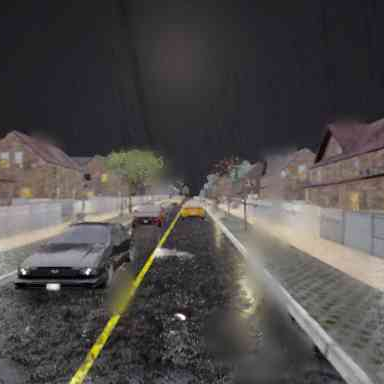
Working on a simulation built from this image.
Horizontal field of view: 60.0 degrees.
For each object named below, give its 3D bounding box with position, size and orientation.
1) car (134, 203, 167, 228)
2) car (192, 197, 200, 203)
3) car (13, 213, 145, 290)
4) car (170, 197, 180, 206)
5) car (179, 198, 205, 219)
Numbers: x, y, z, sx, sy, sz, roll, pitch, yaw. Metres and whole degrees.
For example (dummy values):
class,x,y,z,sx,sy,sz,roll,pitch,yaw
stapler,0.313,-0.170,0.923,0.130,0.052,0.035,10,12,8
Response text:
class,x,y,z,sx,sy,sz,roll,pitch,yaw
car,-2.802,1.537,22.781,1.882,1.535,5.008,0,0,0
car,0.967,1.817,79.423,1.812,1.442,4.674,0,0,0
car,-2.847,1.569,9.488,2.033,1.411,5.357,0,0,0
car,-2.801,1.663,57.472,1.882,1.535,5.008,0,0,1
car,0.103,1.559,29.670,1.882,1.535,5.008,0,0,0
